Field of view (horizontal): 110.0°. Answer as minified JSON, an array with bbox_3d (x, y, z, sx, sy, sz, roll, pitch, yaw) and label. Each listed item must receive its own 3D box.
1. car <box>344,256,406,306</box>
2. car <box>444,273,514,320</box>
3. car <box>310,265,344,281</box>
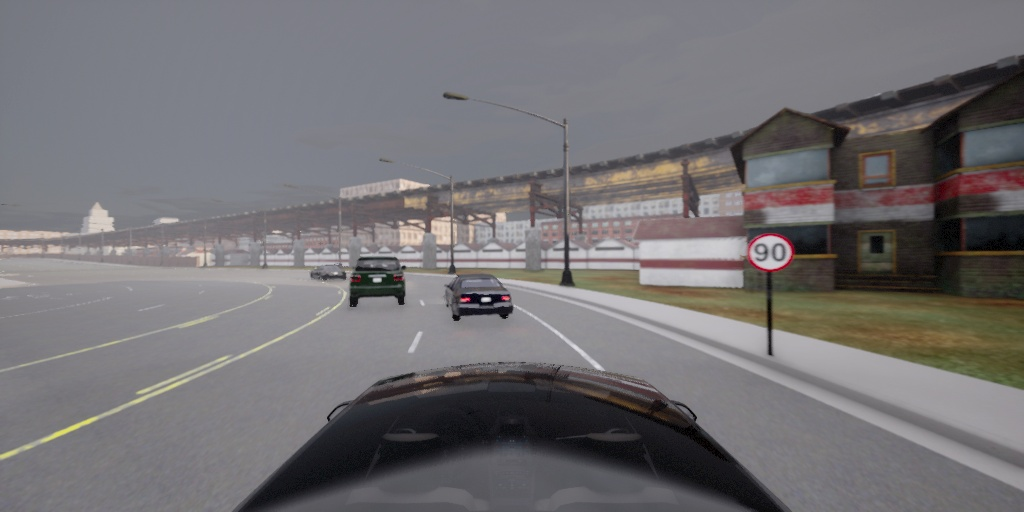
[{"bbox_3d":[-6.057,1.026,16.353,2.150,2.045,5.566,0,0,-19],"label":"car"},{"bbox_3d":[-1.349,1.313,12.780,2.033,1.411,5.357,0,0,-14],"label":"car"},{"bbox_3d":[-16.575,1.458,32.220,4.181,1.385,1.994,0,0,44],"label":"car"}]
